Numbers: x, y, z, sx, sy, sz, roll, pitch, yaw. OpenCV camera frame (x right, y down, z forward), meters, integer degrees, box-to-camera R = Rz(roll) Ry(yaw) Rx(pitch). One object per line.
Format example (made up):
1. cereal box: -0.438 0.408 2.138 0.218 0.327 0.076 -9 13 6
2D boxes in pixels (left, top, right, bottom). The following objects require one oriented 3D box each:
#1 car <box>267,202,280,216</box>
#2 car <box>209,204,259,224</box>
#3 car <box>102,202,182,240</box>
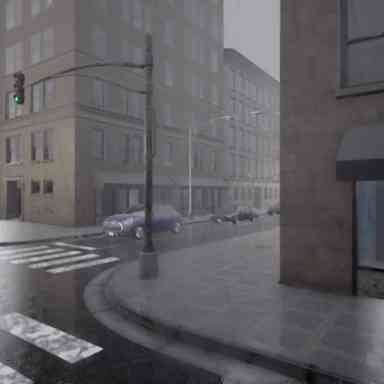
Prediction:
1. car: 9.668 1.729 34.876 2.033 1.411 5.357 0 0 36
2. car: 3.482 1.671 26.192 2.033 1.411 5.357 0 0 35
3. car: -2.552 1.418 17.689 2.097 1.767 4.553 0 0 35
